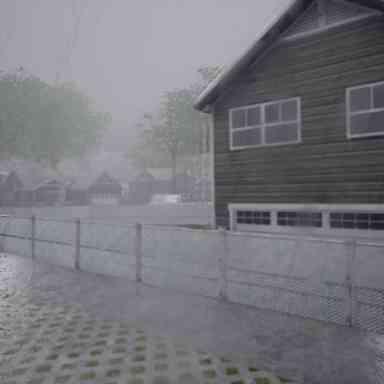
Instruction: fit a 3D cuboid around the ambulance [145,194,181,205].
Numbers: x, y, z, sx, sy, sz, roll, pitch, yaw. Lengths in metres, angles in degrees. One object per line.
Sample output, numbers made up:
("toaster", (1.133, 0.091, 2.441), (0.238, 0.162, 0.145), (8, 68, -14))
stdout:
("ambulance", (-4.169, 1.591, 47.917), (2.351, 2.431, 6.366), (-1, 0, 36))
